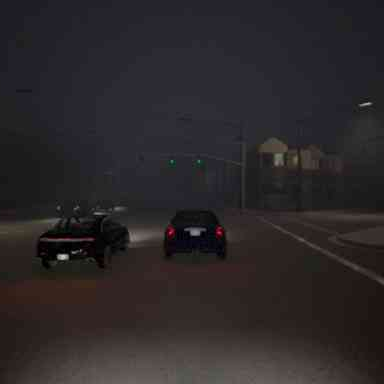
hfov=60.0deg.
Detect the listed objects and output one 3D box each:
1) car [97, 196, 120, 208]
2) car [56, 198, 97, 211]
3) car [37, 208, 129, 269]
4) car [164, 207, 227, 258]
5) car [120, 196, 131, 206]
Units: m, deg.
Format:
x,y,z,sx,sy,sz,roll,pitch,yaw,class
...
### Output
x,y,z,sx,sy,sz,roll,pitch,yaw,class
-10.571,1.483,39.970,2.128,1.511,4.902,0,1,0,car
-10.584,1.377,30.190,2.097,1.767,4.553,0,0,0,car
-3.396,1.497,11.178,2.128,1.511,4.902,0,0,0,car
0.105,1.365,12.895,2.097,1.767,4.553,0,0,0,car
-10.519,1.319,50.375,2.128,1.511,4.902,0,1,1,car
